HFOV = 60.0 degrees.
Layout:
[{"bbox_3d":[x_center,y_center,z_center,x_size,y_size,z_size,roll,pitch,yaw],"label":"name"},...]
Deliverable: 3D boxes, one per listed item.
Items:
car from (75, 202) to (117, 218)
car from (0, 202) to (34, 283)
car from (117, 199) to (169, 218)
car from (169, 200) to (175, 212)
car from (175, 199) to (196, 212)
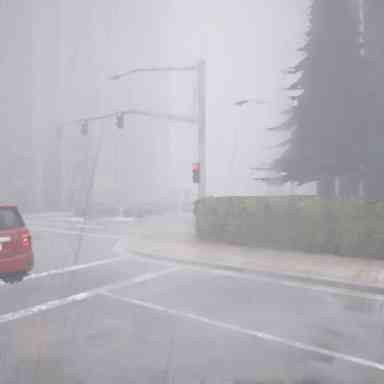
[{"bbox_3d":[-8.729,1.608,30.923,1.994,1.385,4.181,0,0,36],"label":"car"},{"bbox_3d":[-6.277,1.241,8.463,5.566,2.045,2.150,0,0,36],"label":"car"},{"bbox_3d":[-4.456,1.602,30.841,1.994,1.385,4.181,0,0,36],"label":"car"},{"bbox_3d":[-3.561,1.570,37.992,1.812,1.442,4.674,0,0,36],"label":"car"},{"bbox_3d":[0.736,1.530,37.947,2.128,1.511,4.902,0,0,36],"label":"car"}]
